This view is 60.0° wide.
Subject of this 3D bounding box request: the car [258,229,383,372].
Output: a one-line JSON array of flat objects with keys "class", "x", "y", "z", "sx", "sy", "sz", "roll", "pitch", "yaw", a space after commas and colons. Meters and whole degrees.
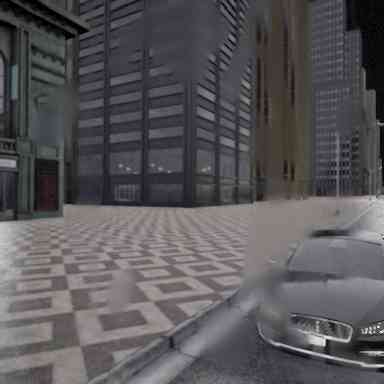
[{"class": "car", "x": 2.712, "y": 1.506, "z": 6.010, "sx": 1.837, "sy": 1.490, "sz": 4.892, "roll": 0, "pitch": 0, "yaw": 31}]
